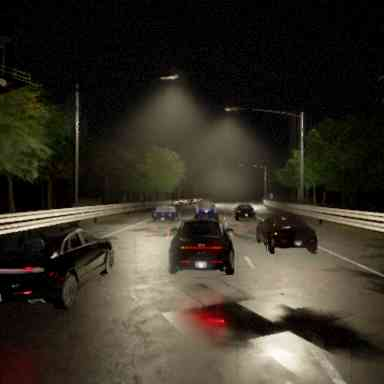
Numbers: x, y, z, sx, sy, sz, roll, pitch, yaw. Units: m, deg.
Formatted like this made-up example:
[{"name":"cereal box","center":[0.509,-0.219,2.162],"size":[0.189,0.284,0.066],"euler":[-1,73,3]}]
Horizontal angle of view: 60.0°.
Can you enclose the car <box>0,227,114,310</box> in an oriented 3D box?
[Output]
[{"name":"car","center":[-3.275,1.578,7.986],"size":[2.128,1.511,4.902],"euler":[0,-1,1]}]

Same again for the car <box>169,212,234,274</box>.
[{"name":"car","center":[0.318,1.629,10.976],"size":[1.837,1.490,4.892],"euler":[0,0,2]}]

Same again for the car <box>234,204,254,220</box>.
[{"name":"car","center":[5.001,1.887,31.697],"size":[1.812,1.442,4.674],"euler":[0,-1,5]}]

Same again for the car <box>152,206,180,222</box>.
[{"name":"car","center":[-2.211,1.929,29.376],"size":[1.895,1.301,4.718],"euler":[0,-1,4]}]

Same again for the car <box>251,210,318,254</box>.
[{"name":"car","center":[3.926,1.689,14.301],"size":[1.812,1.442,4.674],"euler":[0,-1,2]}]

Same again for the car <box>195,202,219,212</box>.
[{"name":"car","center":[1.402,1.697,30.538],"size":[2.097,1.767,4.553],"euler":[0,-1,5]}]
